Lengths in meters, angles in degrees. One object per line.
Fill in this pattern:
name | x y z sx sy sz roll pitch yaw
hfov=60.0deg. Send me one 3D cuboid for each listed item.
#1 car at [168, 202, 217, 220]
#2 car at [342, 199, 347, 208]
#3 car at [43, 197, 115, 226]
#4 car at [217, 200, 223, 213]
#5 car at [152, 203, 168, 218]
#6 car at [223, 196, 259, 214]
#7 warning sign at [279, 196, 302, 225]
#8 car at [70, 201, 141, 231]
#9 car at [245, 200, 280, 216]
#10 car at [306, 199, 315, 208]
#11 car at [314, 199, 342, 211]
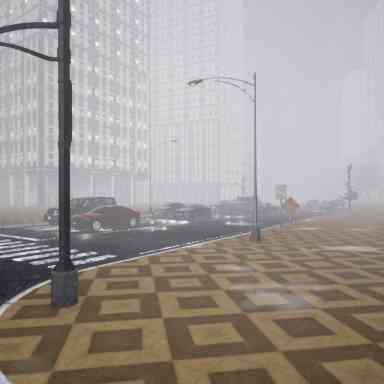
car | 0.124 1.754 29.954 1.994 1.385 4.181 0 -1 34
car | 24.205 1.839 54.742 1.882 1.535 5.008 0 0 31
car | -7.805 1.366 24.119 2.150 2.045 5.566 0 -1 34
car | 3.856 1.768 41.193 2.128 1.511 4.902 0 -1 34
car | -1.965 1.737 32.649 1.812 1.442 4.674 0 -1 34
car | 6.158 1.479 38.796 2.150 2.045 5.566 0 -1 34
warning sign | 6.811 1.251 22.975 1.300 1.860 1.060 0 0 34
car | -5.531 1.603 21.687 1.882 1.535 5.008 0 -1 34
car | 7.696 1.828 34.905 1.895 1.301 4.718 0 -1 34
car | 19.471 1.882 53.173 1.812 1.442 4.674 0 0 32
car | 18.802 1.852 45.893 2.033 1.411 5.357 0 0 31
